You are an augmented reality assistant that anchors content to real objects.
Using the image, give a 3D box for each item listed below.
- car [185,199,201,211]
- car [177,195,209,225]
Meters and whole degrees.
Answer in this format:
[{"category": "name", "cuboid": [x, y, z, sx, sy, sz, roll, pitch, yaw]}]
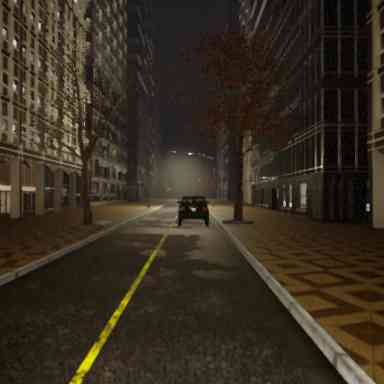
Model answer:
[{"category": "car", "cuboid": [0.094, 1.602, 43.053, 1.994, 1.385, 4.181, 0, 0, 0]}, {"category": "car", "cuboid": [0.097, 1.244, 24.617, 2.150, 2.045, 5.566, 0, 0, 0]}]
